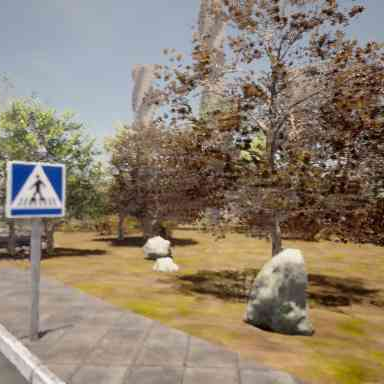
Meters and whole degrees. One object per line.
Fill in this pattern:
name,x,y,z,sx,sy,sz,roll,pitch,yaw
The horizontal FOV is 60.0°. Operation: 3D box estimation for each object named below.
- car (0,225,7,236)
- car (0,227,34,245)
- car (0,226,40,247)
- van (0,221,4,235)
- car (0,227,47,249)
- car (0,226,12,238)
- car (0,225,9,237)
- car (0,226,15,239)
car,-28.295,5.392,45.748,4.792,1.488,2.163,1,-5,-35
car,-17.134,3.991,30.078,4.792,1.488,2.163,1,-5,-35
car,-15.562,3.746,27.833,4.892,1.521,2.231,1,-5,-35
van,-29.823,5.326,48.053,4.442,1.987,1.878,1,-5,-35
car,-12.387,3.310,23.353,4.892,1.521,2.231,1,-5,-35
car,-25.127,5.019,41.254,4.674,1.452,2.002,1,-5,-35
car,-26.750,5.203,43.477,4.792,1.488,2.163,1,-5,-35
car,-23.538,4.822,39.014,4.674,1.452,2.002,1,-5,-35
